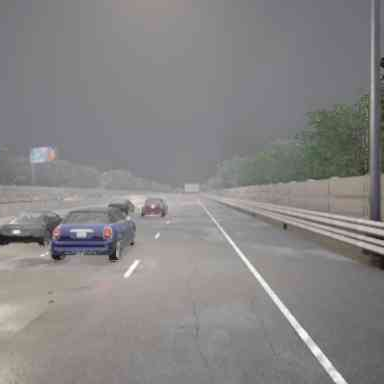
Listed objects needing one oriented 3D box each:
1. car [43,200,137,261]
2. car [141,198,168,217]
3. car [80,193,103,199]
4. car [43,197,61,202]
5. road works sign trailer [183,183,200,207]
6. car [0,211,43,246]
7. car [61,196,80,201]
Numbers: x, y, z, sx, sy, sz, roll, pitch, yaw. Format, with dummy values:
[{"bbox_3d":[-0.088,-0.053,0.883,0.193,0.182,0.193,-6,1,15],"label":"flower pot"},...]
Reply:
[{"bbox_3d":[-3.401,1.330,12.365,2.097,1.767,4.553,0,0,0],"label":"car"},{"bbox_3d":[-3.401,1.316,31.080,2.097,1.767,4.553,0,0,0],"label":"car"},{"bbox_3d":[-17.523,1.202,59.278,2.150,2.045,5.566,0,0,1],"label":"car"},{"bbox_3d":[-24.511,1.527,59.051,2.033,1.411,5.357,0,0,0],"label":"car"},{"bbox_3d":[-0.002,0.434,48.421,2.380,3.560,2.880,0,0,0],"label":"road works sign trailer"},{"bbox_3d":[-6.900,1.539,15.078,1.994,1.385,4.181,0,0,0],"label":"car"},{"bbox_3d":[-21.024,1.458,59.204,1.882,1.535,5.008,0,0,1],"label":"car"}]
